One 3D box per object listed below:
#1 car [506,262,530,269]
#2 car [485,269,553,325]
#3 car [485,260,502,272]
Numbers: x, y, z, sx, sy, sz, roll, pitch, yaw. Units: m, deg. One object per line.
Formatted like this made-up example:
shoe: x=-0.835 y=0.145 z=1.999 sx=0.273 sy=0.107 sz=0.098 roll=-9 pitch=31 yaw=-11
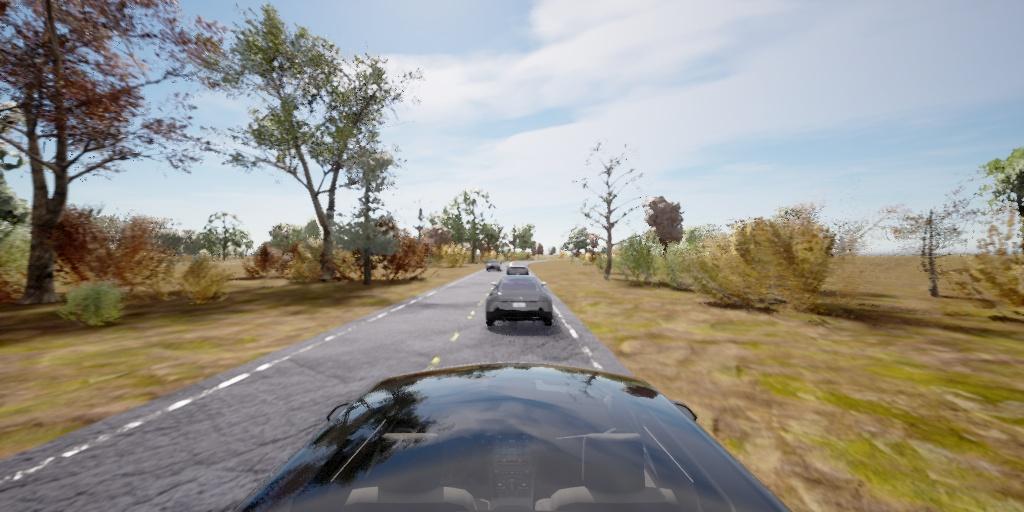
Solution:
car: x=0.481 y=1.243 z=30.694 sx=2.128 sy=1.511 sz=4.902 roll=0 pitch=0 yaw=1
car: x=0.226 y=1.315 z=11.854 sx=1.994 sy=1.385 sz=4.181 roll=0 pitch=0 yaw=1
car: x=-2.416 y=1.258 z=47.586 sx=1.837 sy=1.490 sz=4.892 roll=0 pitch=-1 yaw=1
